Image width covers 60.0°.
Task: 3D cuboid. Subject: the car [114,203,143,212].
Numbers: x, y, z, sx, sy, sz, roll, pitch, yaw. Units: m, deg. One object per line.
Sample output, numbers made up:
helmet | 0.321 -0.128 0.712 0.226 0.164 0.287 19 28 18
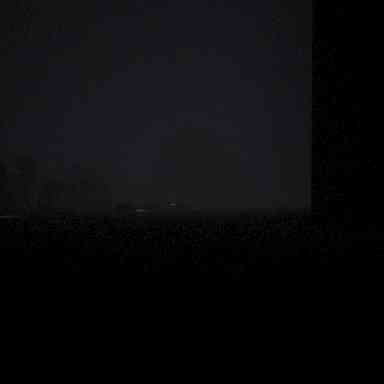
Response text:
car | -11.151 2.649 56.722 1.812 1.442 4.674 0 -1 36

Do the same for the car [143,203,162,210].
car | -8.118 2.811 65.688 2.033 1.411 5.357 0 -1 36

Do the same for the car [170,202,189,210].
car | -2.484 2.827 68.826 2.128 1.511 4.902 0 -1 36
